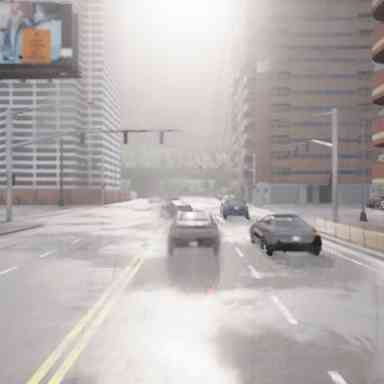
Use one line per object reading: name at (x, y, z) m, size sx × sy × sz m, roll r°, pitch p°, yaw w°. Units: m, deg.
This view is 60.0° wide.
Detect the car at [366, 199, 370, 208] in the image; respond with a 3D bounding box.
car at (24.693, 1.189, 41.356) m, size 5.566 × 2.045 × 2.150 m, roll 0°, pitch 0°, yaw 1°

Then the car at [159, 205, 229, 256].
car at (0.065, 1.480, 13.170) m, size 2.128 × 1.511 × 4.902 m, roll 0°, pitch 0°, yaw 0°

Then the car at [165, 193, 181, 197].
car at (-3.512, 1.174, 64.432) m, size 2.150 × 2.045 × 5.566 m, roll 0°, pitch 0°, yaw 0°

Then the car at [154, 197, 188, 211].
car at (-1.480, 1.472, 28.755) m, size 2.128 × 1.511 × 4.902 m, roll 0°, pitch 0°, yaw -20°

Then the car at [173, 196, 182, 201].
car at (-3.498, 1.527, 79.735) m, size 1.895 × 1.301 × 4.718 m, roll 0°, pitch 0°, yaw 0°

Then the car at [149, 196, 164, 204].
car at (-7.012, 1.480, 64.165) m, size 1.812 × 1.442 × 4.674 m, roll 0°, pitch 0°, yaw 0°

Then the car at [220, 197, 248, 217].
car at (3.568, 1.330, 28.645) m, size 2.097 × 1.767 × 4.553 m, roll 0°, pitch 0°, yaw 0°

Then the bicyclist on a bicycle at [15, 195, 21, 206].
bicyclist on a bicycle at (-25.640, 1.266, 48.951) m, size 0.582 × 1.620 × 1.656 m, roll 0°, pitch 0°, yaw 0°

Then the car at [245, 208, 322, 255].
car at (3.564, 1.554, 13.278) m, size 1.994 × 1.385 × 4.181 m, roll 0°, pitch 0°, yaw 0°

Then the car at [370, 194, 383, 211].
car at (23.362, 1.324, 37.869) m, size 4.553 × 1.767 × 2.097 m, roll 0°, pitch 0°, yaw 1°
